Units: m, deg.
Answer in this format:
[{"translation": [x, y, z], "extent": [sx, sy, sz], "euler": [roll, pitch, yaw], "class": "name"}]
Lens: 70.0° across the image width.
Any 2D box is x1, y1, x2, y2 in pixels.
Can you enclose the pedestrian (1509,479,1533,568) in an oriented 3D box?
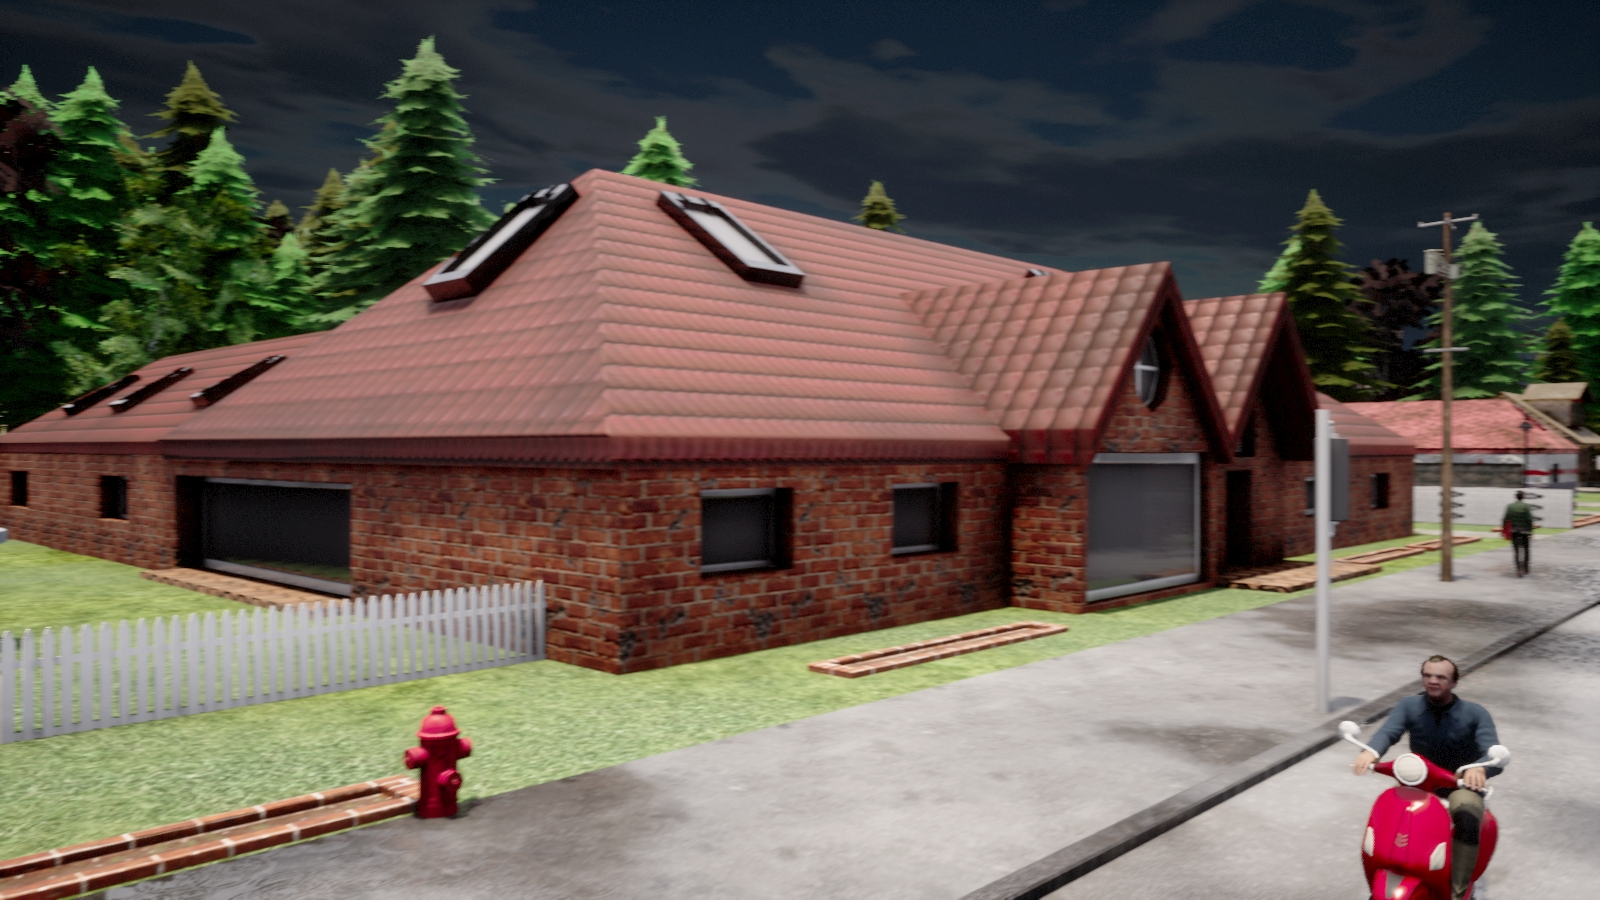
[{"translation": [15.324, 1.543, 24.281], "extent": [0.375, 1.860, 0.375], "euler": [0, 0, 44], "class": "pedestrian"}]
